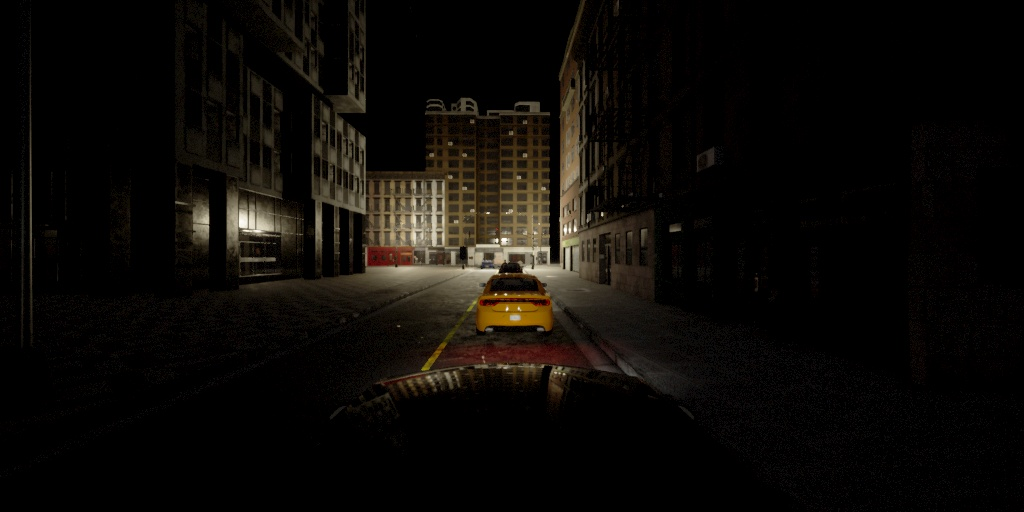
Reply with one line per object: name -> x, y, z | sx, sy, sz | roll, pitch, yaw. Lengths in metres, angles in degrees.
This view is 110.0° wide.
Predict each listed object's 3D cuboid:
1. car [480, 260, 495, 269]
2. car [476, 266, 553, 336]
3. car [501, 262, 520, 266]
car -> -3.402, 1.263, 50.867 | 1.994, 1.385, 4.181 | 0, 0, 0
car -> 0.041, 1.226, 10.478 | 1.882, 1.535, 5.008 | 0, 0, -1
car -> -0.096, 1.213, 28.315 | 1.882, 1.535, 5.008 | 0, 0, 0
